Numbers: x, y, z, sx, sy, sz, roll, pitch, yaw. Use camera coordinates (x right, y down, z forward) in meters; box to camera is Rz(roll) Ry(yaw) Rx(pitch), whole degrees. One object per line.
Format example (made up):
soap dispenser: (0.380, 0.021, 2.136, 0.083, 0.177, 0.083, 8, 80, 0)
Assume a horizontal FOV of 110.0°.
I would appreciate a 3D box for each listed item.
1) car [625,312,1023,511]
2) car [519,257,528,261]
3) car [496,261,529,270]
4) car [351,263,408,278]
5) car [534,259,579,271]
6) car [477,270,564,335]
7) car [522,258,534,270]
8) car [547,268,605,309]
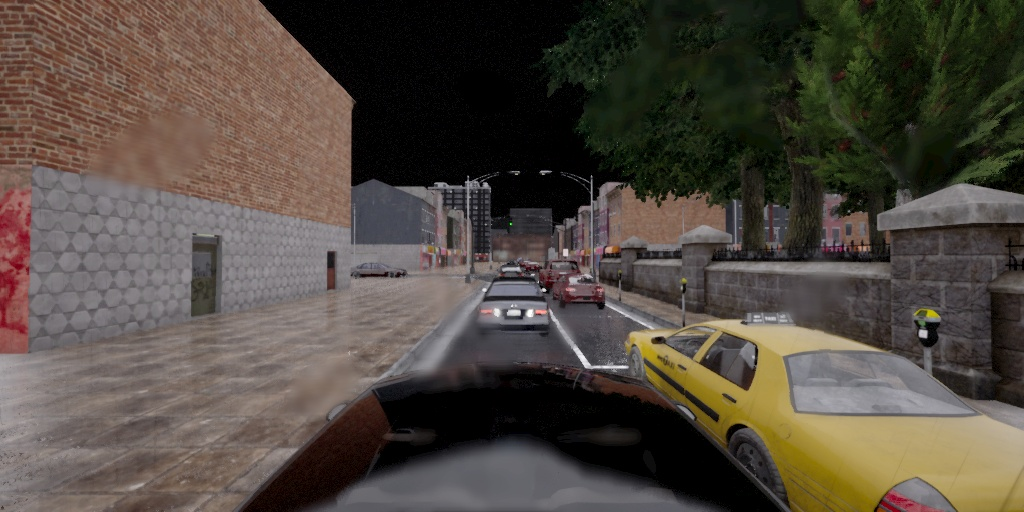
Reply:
car: (2.639, 1.276, 3.978, 1.751, 1.417, 4.829, 0, 0, 0)
car: (2.598, 1.402, 62.896, 1.888, 1.381, 4.507, 0, 0, 0)
car: (-0.115, 1.292, 24.044, 1.812, 1.442, 4.674, 0, 0, -2)
car: (-12.067, 1.290, 31.690, 5.357, 1.411, 2.033, 0, -1, -4)
car: (2.628, 1.076, 20.156, 2.192, 1.841, 5.009, 0, 0, 0)
car: (0.063, 1.301, 10.434, 2.033, 1.411, 5.357, 0, 0, 0)
car: (2.609, 1.355, 46.585, 1.888, 1.381, 4.507, 0, 0, 0)
car: (2.632, 1.338, 14.707, 1.802, 1.307, 4.207, 0, 0, 0)
